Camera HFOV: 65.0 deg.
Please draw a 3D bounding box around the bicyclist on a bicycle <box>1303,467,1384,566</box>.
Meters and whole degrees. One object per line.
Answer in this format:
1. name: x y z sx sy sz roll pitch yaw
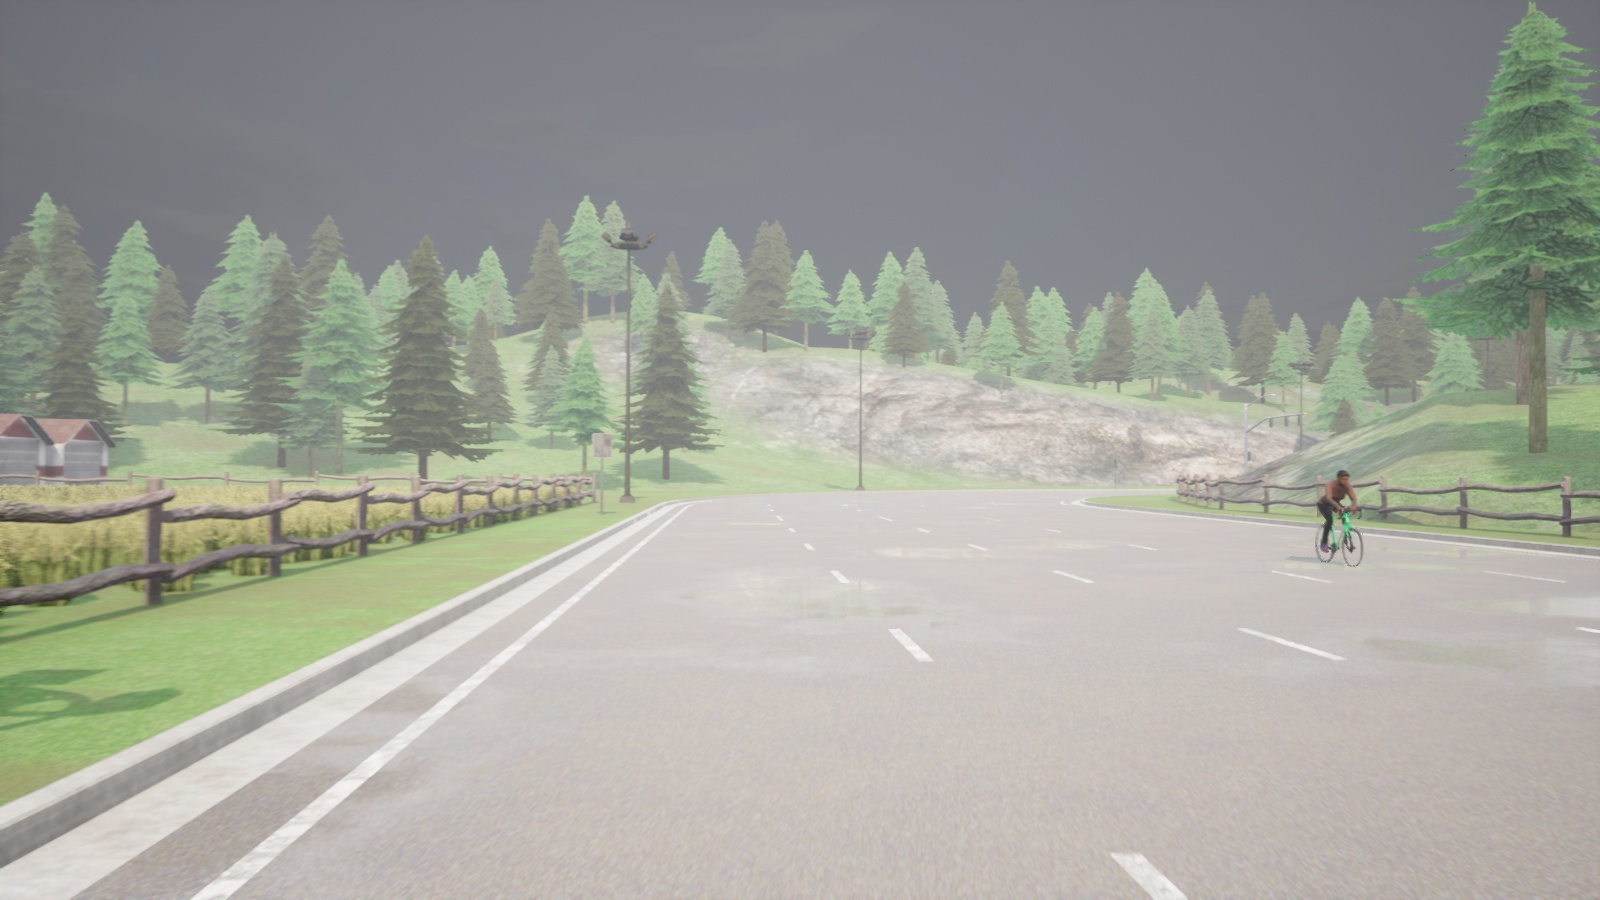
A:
1. bicyclist on a bicycle: 9.236 1.094 21.407 0.582 1.620 1.656 0 -1 -3
